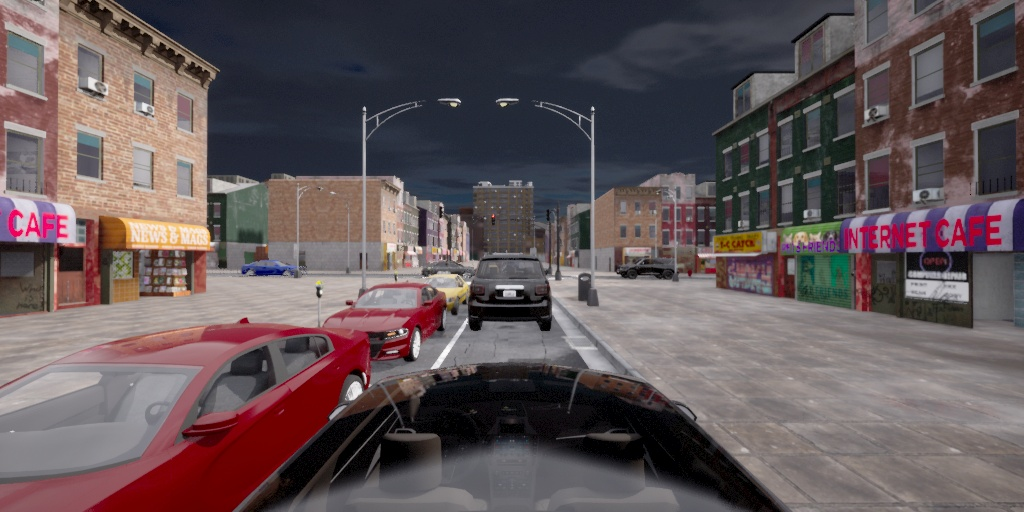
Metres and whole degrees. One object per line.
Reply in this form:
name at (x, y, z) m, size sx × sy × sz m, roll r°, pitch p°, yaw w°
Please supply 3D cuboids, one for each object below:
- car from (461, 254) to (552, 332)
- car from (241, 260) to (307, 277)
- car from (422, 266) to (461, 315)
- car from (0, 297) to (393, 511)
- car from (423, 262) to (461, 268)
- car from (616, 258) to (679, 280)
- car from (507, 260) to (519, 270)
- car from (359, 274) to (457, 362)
car at (-0.028, 0.975, 11.067) m, size 2.150 × 2.045 × 5.566 m, roll 0°, pitch 0°, yaw 1°
car at (-20.370, 1.109, 30.810) m, size 5.008 × 1.535 × 1.882 m, roll 0°, pitch 0°, yaw 0°
car at (-2.637, 1.281, 13.579) m, size 1.751 × 1.417 × 4.829 m, roll 0°, pitch 0°, yaw 0°
car at (-2.637, 1.295, 2.761) m, size 1.888 × 1.381 × 4.507 m, roll 0°, pitch 0°, yaw 0°
car at (-5.265, 1.245, 30.886) m, size 4.892 × 1.490 × 1.837 m, roll 0°, pitch 0°, yaw 0°
car at (12.816, 1.165, 33.934) m, size 5.566 × 2.045 × 2.150 m, roll 1°, pitch 0°, yaw 0°
car at (0.104, 1.359, 57.204) m, size 1.812 × 1.442 × 4.674 m, roll 0°, pitch 0°, yaw 0°
car at (-2.637, 1.297, 8.255) m, size 1.888 × 1.381 × 4.507 m, roll 0°, pitch 0°, yaw 0°
